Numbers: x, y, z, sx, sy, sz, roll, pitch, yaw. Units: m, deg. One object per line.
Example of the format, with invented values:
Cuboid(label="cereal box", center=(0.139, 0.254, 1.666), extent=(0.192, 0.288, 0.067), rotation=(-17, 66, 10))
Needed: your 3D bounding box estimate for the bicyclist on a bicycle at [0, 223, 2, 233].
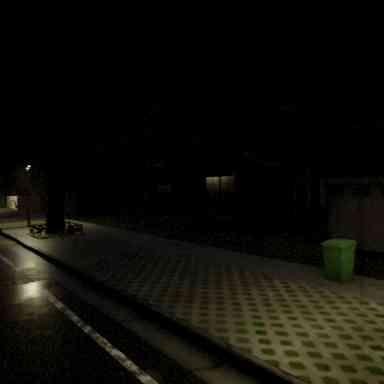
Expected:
Cuboid(label="bicyclist on a bicycle", center=(-5.310, 1.339, 8.674), extent=(0.659, 1.776, 1.843), rotation=(-2, 1, -39))
